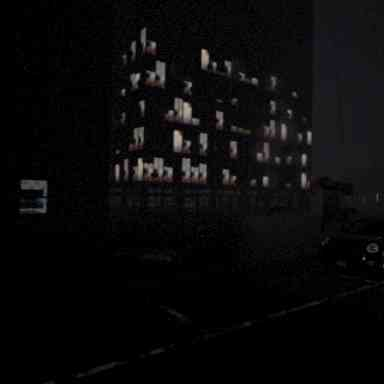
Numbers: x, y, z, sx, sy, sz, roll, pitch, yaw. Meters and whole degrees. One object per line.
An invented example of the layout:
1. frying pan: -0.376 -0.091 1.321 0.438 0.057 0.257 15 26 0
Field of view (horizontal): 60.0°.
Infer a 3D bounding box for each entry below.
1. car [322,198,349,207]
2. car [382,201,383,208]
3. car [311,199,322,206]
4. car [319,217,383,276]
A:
1. car: 33.222 2.354 75.991 2.192 1.841 5.009 1 -1 -35
2. car: 40.224 2.562 65.957 1.802 1.307 4.206 1 -1 -35
3. car: 30.031 2.505 80.533 1.967 1.590 4.097 1 -1 -35
4. car: 5.937 1.569 10.748 4.097 1.590 1.967 1 0 -35
